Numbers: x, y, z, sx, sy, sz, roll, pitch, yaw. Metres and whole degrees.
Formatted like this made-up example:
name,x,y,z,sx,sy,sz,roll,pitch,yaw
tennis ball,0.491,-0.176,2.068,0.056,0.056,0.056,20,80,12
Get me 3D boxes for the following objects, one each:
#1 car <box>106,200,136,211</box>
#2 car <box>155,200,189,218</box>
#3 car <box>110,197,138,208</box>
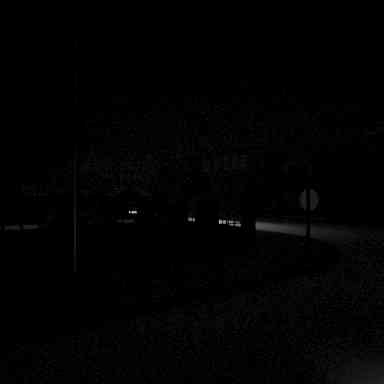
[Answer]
name,x,y,z,sx,sy,sz,roll,pitch,yaw
car,-8.842,1.564,39.951,1.994,1.385,4.181,0,0,-35
car,-2.210,1.491,30.608,2.128,1.511,4.902,0,0,-35
car,-10.105,1.547,48.940,2.033,1.411,5.357,0,0,-37
